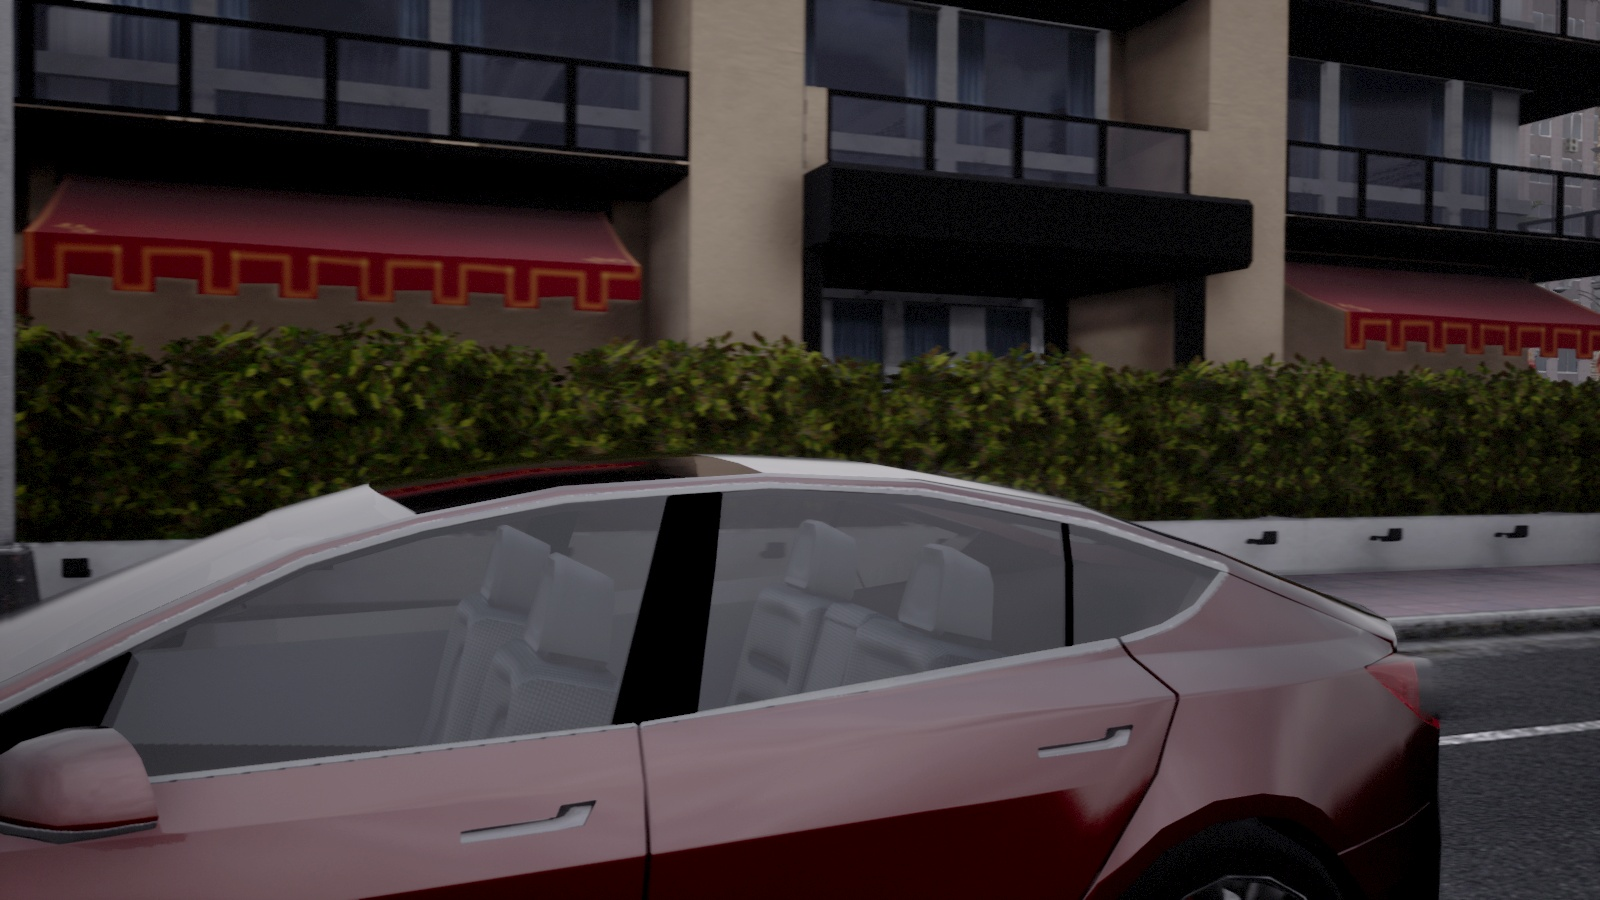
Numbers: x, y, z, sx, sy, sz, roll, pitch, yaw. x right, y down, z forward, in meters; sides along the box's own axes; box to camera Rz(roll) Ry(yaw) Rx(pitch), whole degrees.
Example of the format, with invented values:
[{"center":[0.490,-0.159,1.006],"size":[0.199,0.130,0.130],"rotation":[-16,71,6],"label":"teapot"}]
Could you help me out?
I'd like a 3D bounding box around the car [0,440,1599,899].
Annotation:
[{"center":[-0.734,0.758,2.961],"size":[4.792,1.488,2.163],"rotation":[-1,1,-21],"label":"car"}]
